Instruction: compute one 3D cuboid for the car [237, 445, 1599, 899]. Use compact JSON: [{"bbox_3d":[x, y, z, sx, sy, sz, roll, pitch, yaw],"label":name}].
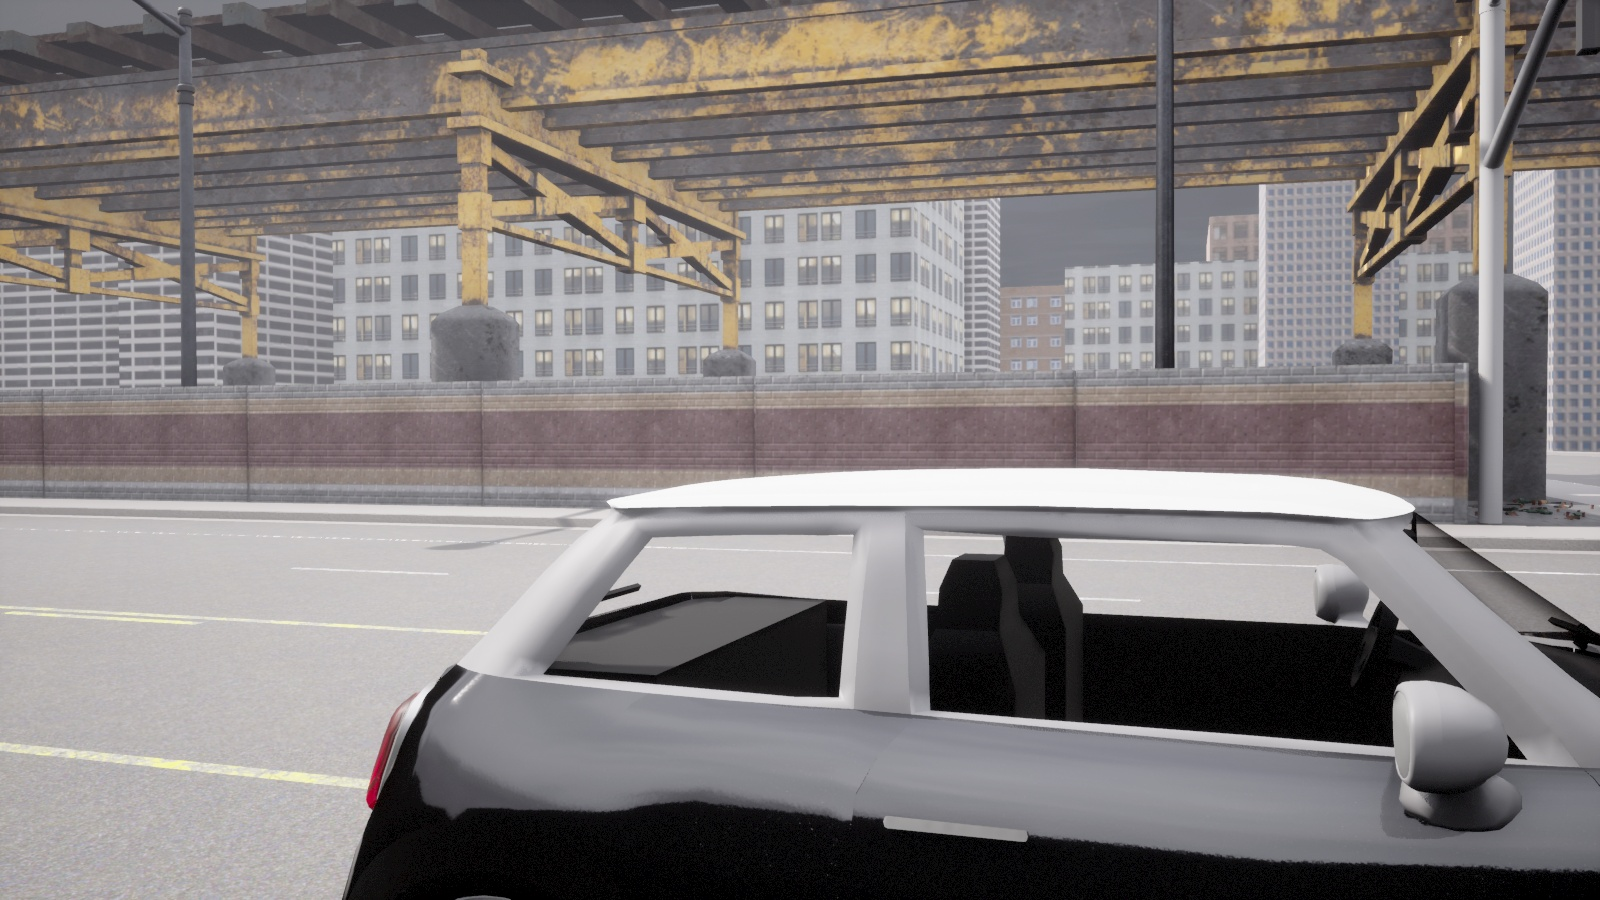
[{"bbox_3d":[0.986,0.750,2.861,3.806,1.475,1.970,1,1,18],"label":"car"}]
